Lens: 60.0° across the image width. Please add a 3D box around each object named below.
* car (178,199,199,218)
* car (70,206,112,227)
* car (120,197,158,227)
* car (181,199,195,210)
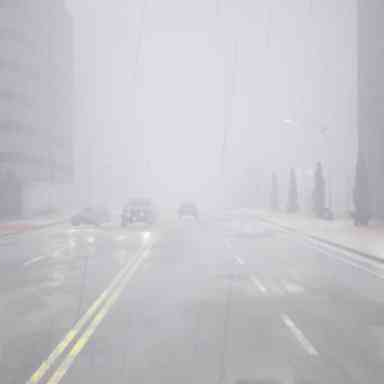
[{"bbox_3d":[-0.366,1.667,32.059,2.128,1.511,4.902,0,0,0],"label":"car"},{"bbox_3d":[-7.319,1.761,24.777,2.033,1.411,5.357,0,0,-1],"label":"car"},{"bbox_3d":[-3.820,1.424,24.796,2.150,2.045,5.566,0,0,-1],"label":"car"},{"bbox_3d":[-0.568,1.739,47.461,1.882,1.535,5.008,0,0,0],"label":"car"}]
